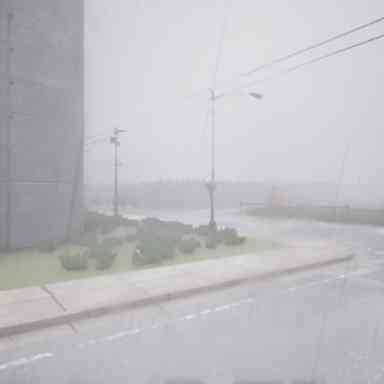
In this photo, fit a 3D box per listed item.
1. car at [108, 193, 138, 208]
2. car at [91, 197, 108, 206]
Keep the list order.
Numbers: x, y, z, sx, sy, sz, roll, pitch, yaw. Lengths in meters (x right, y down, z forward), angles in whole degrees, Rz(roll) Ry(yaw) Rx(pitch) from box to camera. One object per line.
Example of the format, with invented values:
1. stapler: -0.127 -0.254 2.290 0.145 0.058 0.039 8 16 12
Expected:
1. car: -9.681 1.221 48.017 2.150 2.045 5.566 0 0 -34
2. car: -15.600 1.564 56.500 1.994 1.385 4.181 0 0 -35
